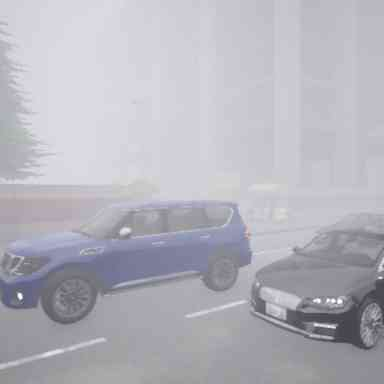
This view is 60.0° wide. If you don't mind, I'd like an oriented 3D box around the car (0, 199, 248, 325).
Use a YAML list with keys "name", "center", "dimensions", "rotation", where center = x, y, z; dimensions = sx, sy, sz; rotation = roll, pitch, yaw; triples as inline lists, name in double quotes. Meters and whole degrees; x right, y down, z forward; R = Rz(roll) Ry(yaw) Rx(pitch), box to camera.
- name: "car"
  center: [-1.144, 1.211, 7.454]
  dimensions: [5.566, 2.045, 2.150]
  rotation: [0, 0, -34]

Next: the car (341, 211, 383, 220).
- name: "car"
  center: [7.191, 1.505, 13.422]
  dimensions: [5.357, 1.411, 2.033]
  rotation: [0, 0, -36]

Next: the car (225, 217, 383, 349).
- name: "car"
  center: [3.222, 1.473, 6.291]
  dimensions: [4.902, 1.511, 2.128]
  rotation: [0, 0, -36]
